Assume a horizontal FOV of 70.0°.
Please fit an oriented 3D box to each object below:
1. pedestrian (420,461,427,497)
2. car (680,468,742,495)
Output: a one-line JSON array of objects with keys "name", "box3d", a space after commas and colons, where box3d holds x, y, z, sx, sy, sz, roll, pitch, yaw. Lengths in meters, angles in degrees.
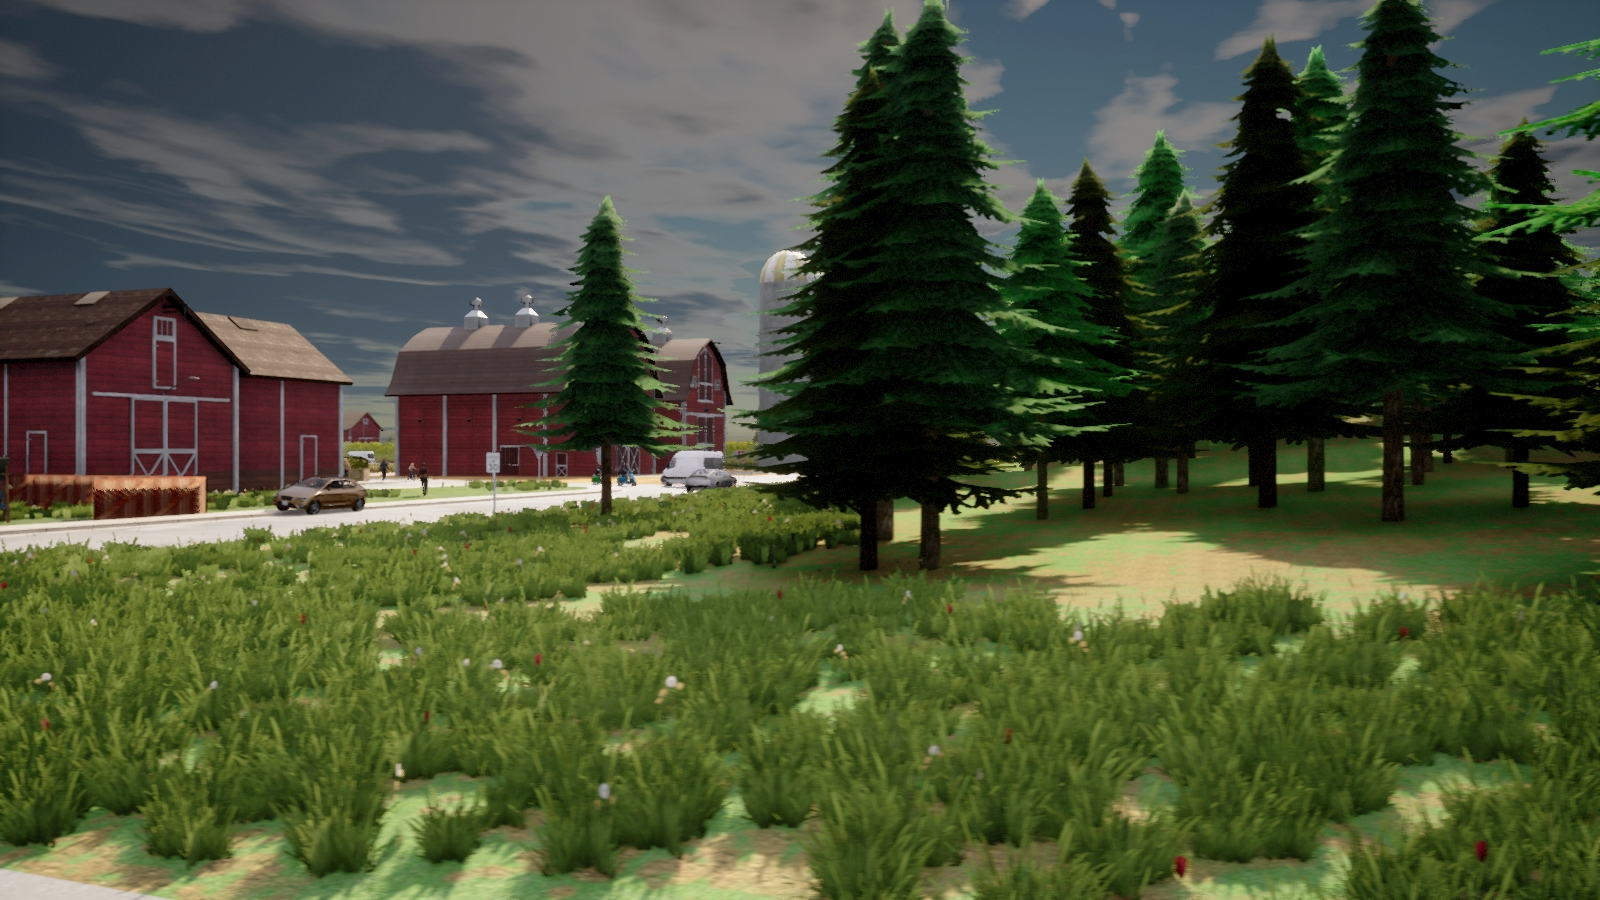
[{"name": "pedestrian", "box3d": [-20.048, 1.545, 60.868, 0.375, 1.860, 0.375, 0, 0, -17]}, {"name": "car", "box3d": [-5.423, 1.900, 70.243, 2.128, 1.511, 4.902, 0, 1, 18]}]
